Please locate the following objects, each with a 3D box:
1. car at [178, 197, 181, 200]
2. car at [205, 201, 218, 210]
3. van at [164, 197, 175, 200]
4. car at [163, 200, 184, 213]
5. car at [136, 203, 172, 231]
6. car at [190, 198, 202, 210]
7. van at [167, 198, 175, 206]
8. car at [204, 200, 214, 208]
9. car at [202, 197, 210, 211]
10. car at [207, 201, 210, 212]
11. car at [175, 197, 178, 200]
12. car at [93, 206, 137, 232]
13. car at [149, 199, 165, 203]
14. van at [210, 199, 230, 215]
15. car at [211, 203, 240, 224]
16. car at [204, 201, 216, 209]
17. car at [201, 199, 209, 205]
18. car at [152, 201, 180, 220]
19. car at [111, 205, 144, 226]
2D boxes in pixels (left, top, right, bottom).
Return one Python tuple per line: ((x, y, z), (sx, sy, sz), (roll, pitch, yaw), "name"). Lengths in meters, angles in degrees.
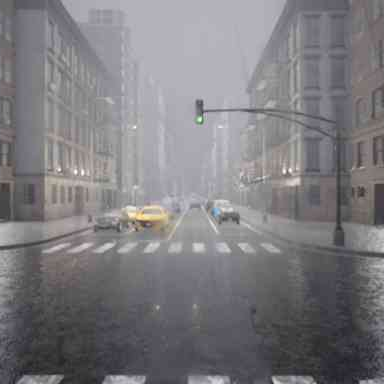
((-4.710, 2.579, 86.767), (2.008, 1.369, 4.403), (0, -1, 0), "car")
((3.115, 2.202, 54.266), (1.947, 1.339, 4.313), (0, -1, 0), "car")
((-4.871, 2.115, 65.146), (1.690, 1.788, 3.998), (0, -1, 0), "van")
((-2.465, 2.070, 42.677), (1.994, 1.385, 4.181), (0, -1, 1), "car")
((-2.647, 1.750, 22.791), (1.882, 1.535, 5.008), (0, -1, 1), "car")
((0.577, 2.157, 55.419), (1.837, 1.490, 4.892), (0, -1, 1), "car")
((-4.791, 2.243, 75.958), (1.690, 1.788, 3.998), (0, -1, 0), "van")
((3.209, 2.291, 65.247), (1.752, 1.417, 4.829), (0, -1, 0), "car")
((3.068, 1.887, 48.864), (2.192, 1.841, 5.009), (0, -1, 0), "car")
((2.975, 2.027, 38.049), (1.802, 1.307, 4.206), (0, -1, 0), "car")
((-4.831, 2.153, 70.552), (2.192, 1.841, 5.009), (0, -1, 0), "car")
((-5.192, 1.816, 21.898), (2.008, 1.369, 4.403), (0, -1, 0), "car")
((-5.032, 1.959, 43.523), (1.967, 1.590, 4.097), (0, -1, 0), "car")
((2.928, 1.722, 32.646), (1.690, 1.788, 3.998), (0, -1, 0), "van")
((2.882, 1.868, 27.238), (2.008, 1.369, 4.403), (0, -1, 0), "car")
((3.161, 2.250, 59.672), (2.008, 1.369, 4.403), (0, -1, 0), "car")
((3.394, 2.584, 86.700), (1.947, 1.339, 4.313), (0, -1, 0), "car")
((-2.556, 1.936, 32.668), (2.033, 1.411, 5.357), (0, -1, 1), "car")
((-5.153, 1.852, 27.134), (1.752, 1.417, 4.829), (0, -1, 0), "car")
